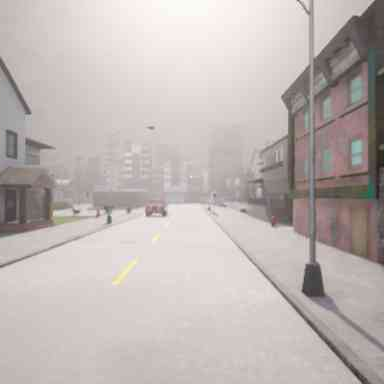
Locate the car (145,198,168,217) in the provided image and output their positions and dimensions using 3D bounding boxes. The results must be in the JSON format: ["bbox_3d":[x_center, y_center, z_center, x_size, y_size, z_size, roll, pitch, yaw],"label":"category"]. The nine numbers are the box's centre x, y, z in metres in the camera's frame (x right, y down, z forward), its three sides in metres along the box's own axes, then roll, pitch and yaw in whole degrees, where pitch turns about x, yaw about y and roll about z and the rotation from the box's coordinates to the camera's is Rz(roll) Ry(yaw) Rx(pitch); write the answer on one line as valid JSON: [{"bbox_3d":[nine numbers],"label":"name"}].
[{"bbox_3d":[-4.038,1.763,38.499,2.150,2.045,5.566,0,-1,0],"label":"car"}]
